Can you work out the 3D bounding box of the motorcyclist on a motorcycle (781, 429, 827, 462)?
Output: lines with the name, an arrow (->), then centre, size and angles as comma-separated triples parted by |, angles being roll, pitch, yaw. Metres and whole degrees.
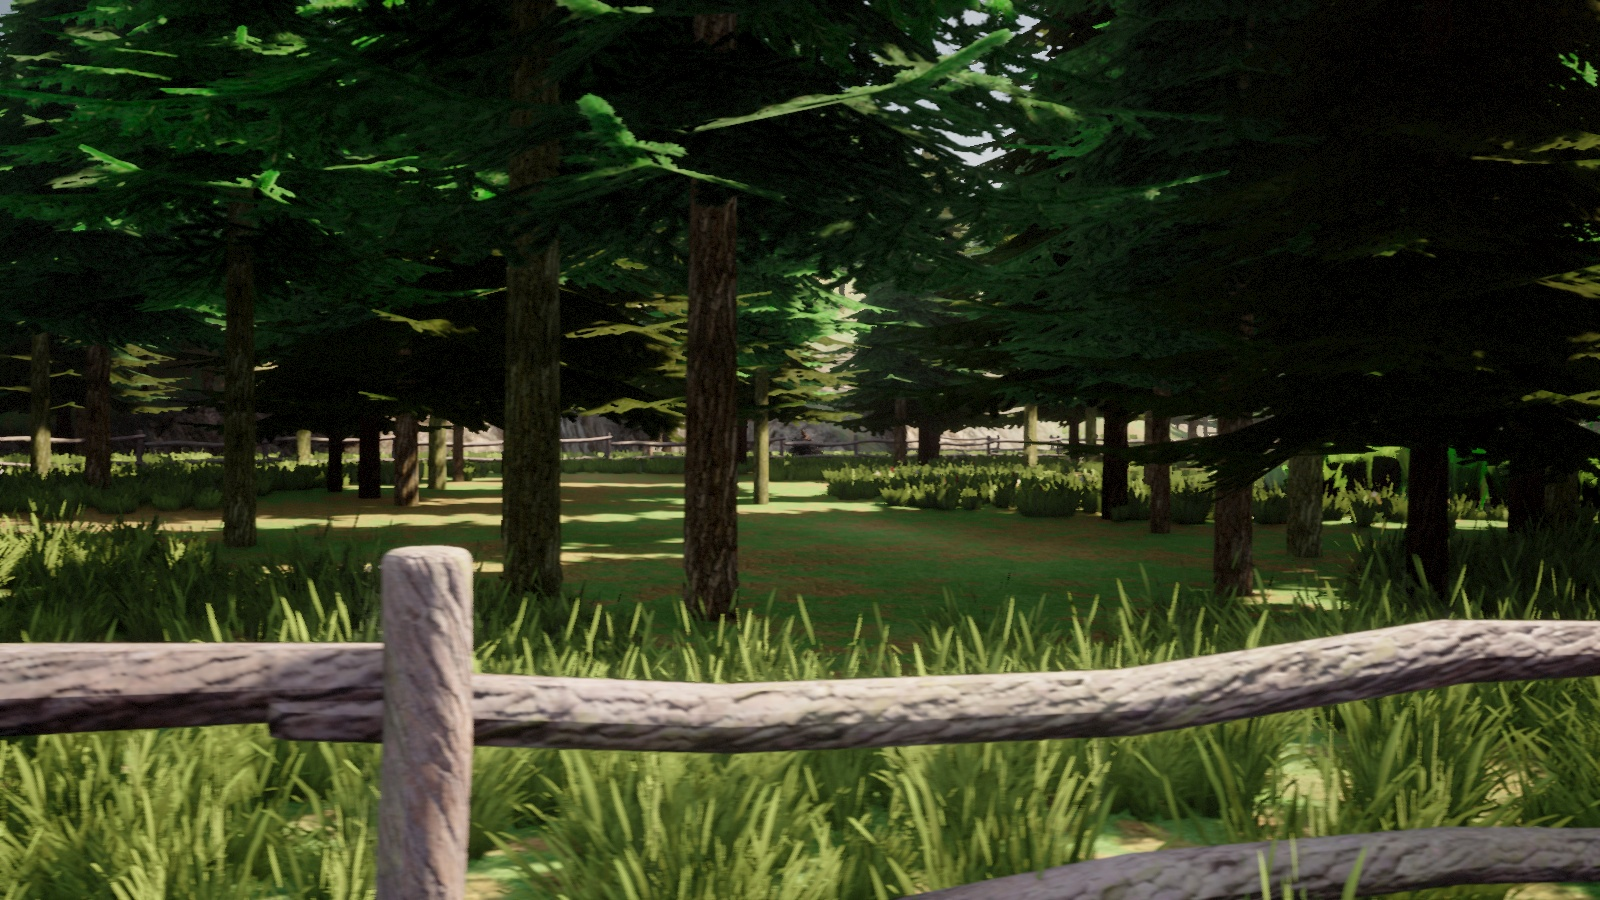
motorcyclist on a motorcycle -> 0.190, -0.221, 60.267 | 2.044, 1.523, 0.797 | -1, 1, -31
